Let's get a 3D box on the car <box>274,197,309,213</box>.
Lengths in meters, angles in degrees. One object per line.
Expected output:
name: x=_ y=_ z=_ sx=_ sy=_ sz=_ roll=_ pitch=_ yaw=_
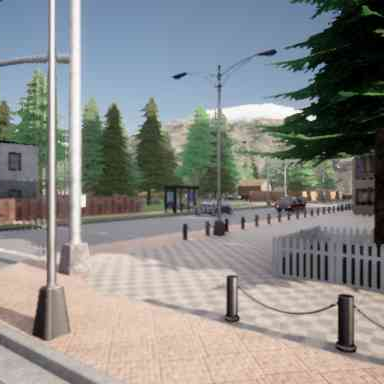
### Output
car: x=10.978 y=1.558 z=36.741 sx=1.895 sy=1.301 sz=4.718 roll=0 pitch=0 yaw=37

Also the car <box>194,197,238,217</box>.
car: x=2.102 y=1.476 z=30.987 sx=1.812 sy=1.442 sz=4.674 roll=0 pitch=0 yaw=37

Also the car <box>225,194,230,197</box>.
car: x=9.341 y=1.064 z=80.097 sx=1.905 sy=1.878 sz=3.866 roll=0 pitch=0 yaw=36

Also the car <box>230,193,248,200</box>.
car: x=11.606 y=1.068 z=78.938 sx=1.932 sy=1.855 sz=4.605 roll=0 pitch=0 yaw=36
